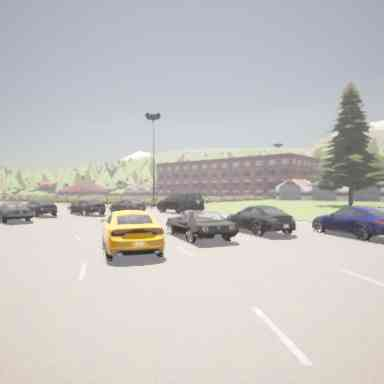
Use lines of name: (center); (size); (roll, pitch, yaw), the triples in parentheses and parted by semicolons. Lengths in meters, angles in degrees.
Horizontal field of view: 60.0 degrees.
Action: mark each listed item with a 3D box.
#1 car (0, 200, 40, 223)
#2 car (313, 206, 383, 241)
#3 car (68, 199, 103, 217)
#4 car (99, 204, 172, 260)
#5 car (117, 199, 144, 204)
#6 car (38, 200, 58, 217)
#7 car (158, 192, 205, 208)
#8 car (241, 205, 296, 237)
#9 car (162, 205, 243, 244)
car: (-13.772, 1.521, 25.284); (2.033, 1.411, 5.357); (-1, 0, -43)
car: (7.794, 1.388, 15.828); (1.812, 1.442, 4.674); (0, 0, -18)
car: (-9.837, 1.421, 30.979); (1.837, 1.490, 4.892); (0, 0, -44)
car: (-2.347, 1.431, 12.500); (1.882, 1.535, 5.008); (0, 0, -17)
car: (-6.274, 1.406, 32.732); (1.812, 1.442, 4.674); (0, 0, -42)
car: (-13.869, 1.455, 30.080); (4.892, 1.490, 1.837); (0, 0, 44)
car: (-1.103, 1.067, 32.136); (2.150, 2.045, 5.566); (0, 0, -38)
car: (3.497, 1.412, 17.422); (1.812, 1.442, 4.674); (0, 0, -21)
car: (0.276, 1.520, 15.613); (1.895, 1.301, 4.718); (-1, 0, -21)
